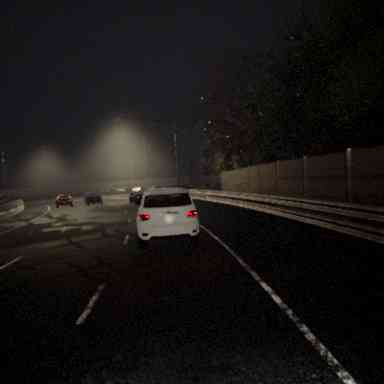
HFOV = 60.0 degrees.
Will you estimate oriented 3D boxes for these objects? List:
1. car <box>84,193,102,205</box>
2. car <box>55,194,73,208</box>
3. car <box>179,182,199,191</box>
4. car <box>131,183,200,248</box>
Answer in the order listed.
[{"bbox_3d":[-12.904,0.812,43.180,1.882,1.535,5.008,-4,2,-23],"label":"car"},{"bbox_3d":[-16.323,1.066,42.295,1.882,1.535,5.008,-4,2,-23],"label":"car"},{"bbox_3d":[-0.633,-1.194,73.524,2.097,1.767,4.553,-2,3,36],"label":"car"},{"bbox_3d":[-1.071,0.853,13.389,2.150,2.045,5.566,-4,2,-7],"label":"car"}]
